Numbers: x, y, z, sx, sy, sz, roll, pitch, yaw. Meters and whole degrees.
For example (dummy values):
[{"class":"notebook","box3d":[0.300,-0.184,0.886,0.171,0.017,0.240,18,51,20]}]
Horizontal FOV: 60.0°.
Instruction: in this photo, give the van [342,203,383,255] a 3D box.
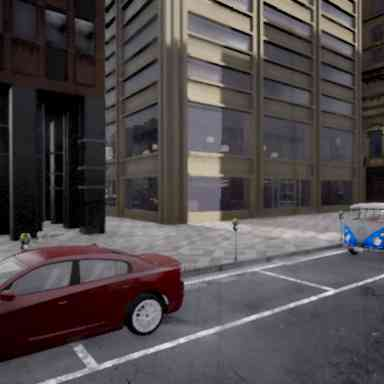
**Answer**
[{"class":"van","box3d":[6.899,1.253,11.566,3.998,1.788,1.690,-1,1,-35]}]

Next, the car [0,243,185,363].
[{"class":"car","box3d":[-2.221,1.537,5.061,4.507,1.381,1.887,-1,1,-35]}]
